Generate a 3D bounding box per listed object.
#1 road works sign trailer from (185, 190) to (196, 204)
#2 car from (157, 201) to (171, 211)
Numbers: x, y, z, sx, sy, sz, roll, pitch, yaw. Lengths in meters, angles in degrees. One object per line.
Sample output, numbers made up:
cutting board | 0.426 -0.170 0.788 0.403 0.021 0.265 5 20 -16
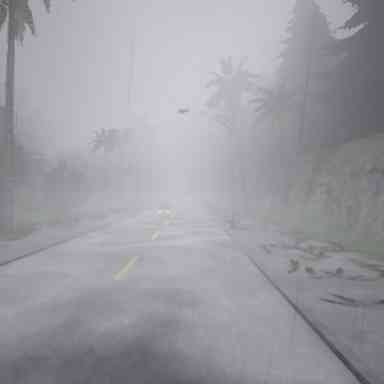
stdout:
road works sign trailer | -0.106 1.280 84.638 2.380 3.560 2.880 0 -1 0
car | -4.109 2.033 50.336 2.033 1.411 5.357 0 -1 0
